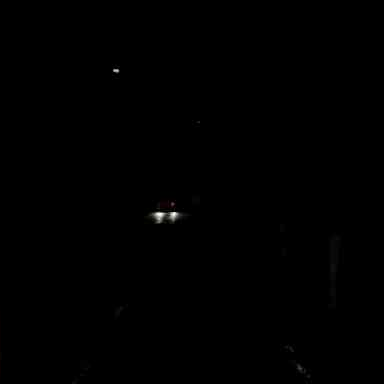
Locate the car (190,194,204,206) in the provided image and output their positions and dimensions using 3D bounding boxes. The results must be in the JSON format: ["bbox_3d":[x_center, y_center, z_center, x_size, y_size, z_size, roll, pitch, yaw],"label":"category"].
[{"bbox_3d":[0.953,1.478,55.996,1.882,1.535,5.008,0,0,0],"label":"car"}]

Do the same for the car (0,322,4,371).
[{"bbox_3d":[-2.843,1.478,1.296,1.882,1.535,5.008,0,0,0],"label":"car"}]

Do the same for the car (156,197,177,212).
[{"bbox_3d":[-2.847,1.350,38.012,2.097,1.767,4.553,0,0,0],"label":"car"}]

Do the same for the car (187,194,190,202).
[{"bbox_3d":[-0.012,1.255,73.536,2.097,1.767,4.553,0,0,0],"label":"car"}]
